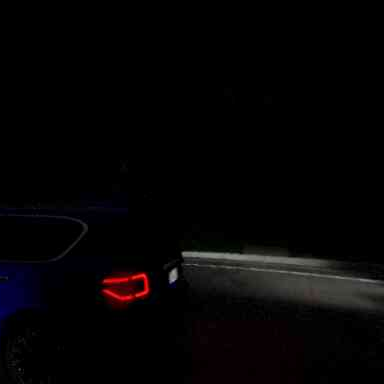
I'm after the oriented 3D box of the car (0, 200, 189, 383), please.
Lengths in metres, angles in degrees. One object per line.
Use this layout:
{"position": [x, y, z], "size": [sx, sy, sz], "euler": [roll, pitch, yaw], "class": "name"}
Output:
{"position": [-2.821, 1.159, 4.846], "size": [5.566, 2.045, 2.150], "euler": [-1, 1, 15], "class": "car"}
